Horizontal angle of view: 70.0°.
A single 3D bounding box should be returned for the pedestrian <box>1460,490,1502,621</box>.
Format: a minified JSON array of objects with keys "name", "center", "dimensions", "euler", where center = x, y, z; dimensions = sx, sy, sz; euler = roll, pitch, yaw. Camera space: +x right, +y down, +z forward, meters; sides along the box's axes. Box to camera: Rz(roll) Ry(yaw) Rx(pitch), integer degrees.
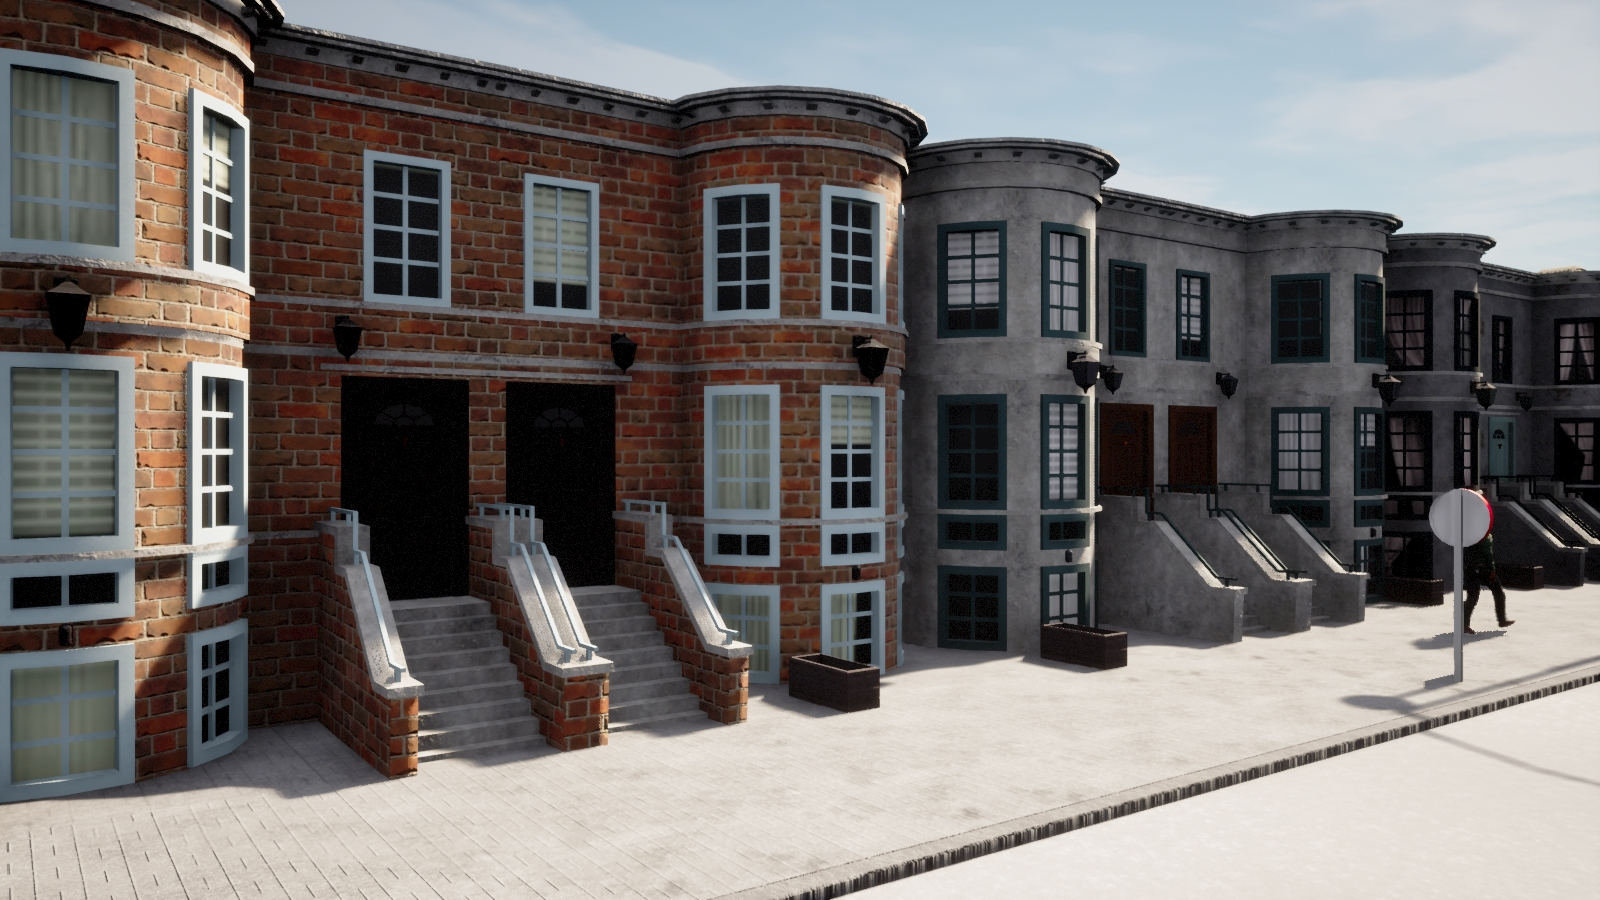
[{"name":"pedestrian","center":[9.888,1.524,16.590],"dimensions":[0.375,1.860,0.375],"euler":[0,0,-15]}]
